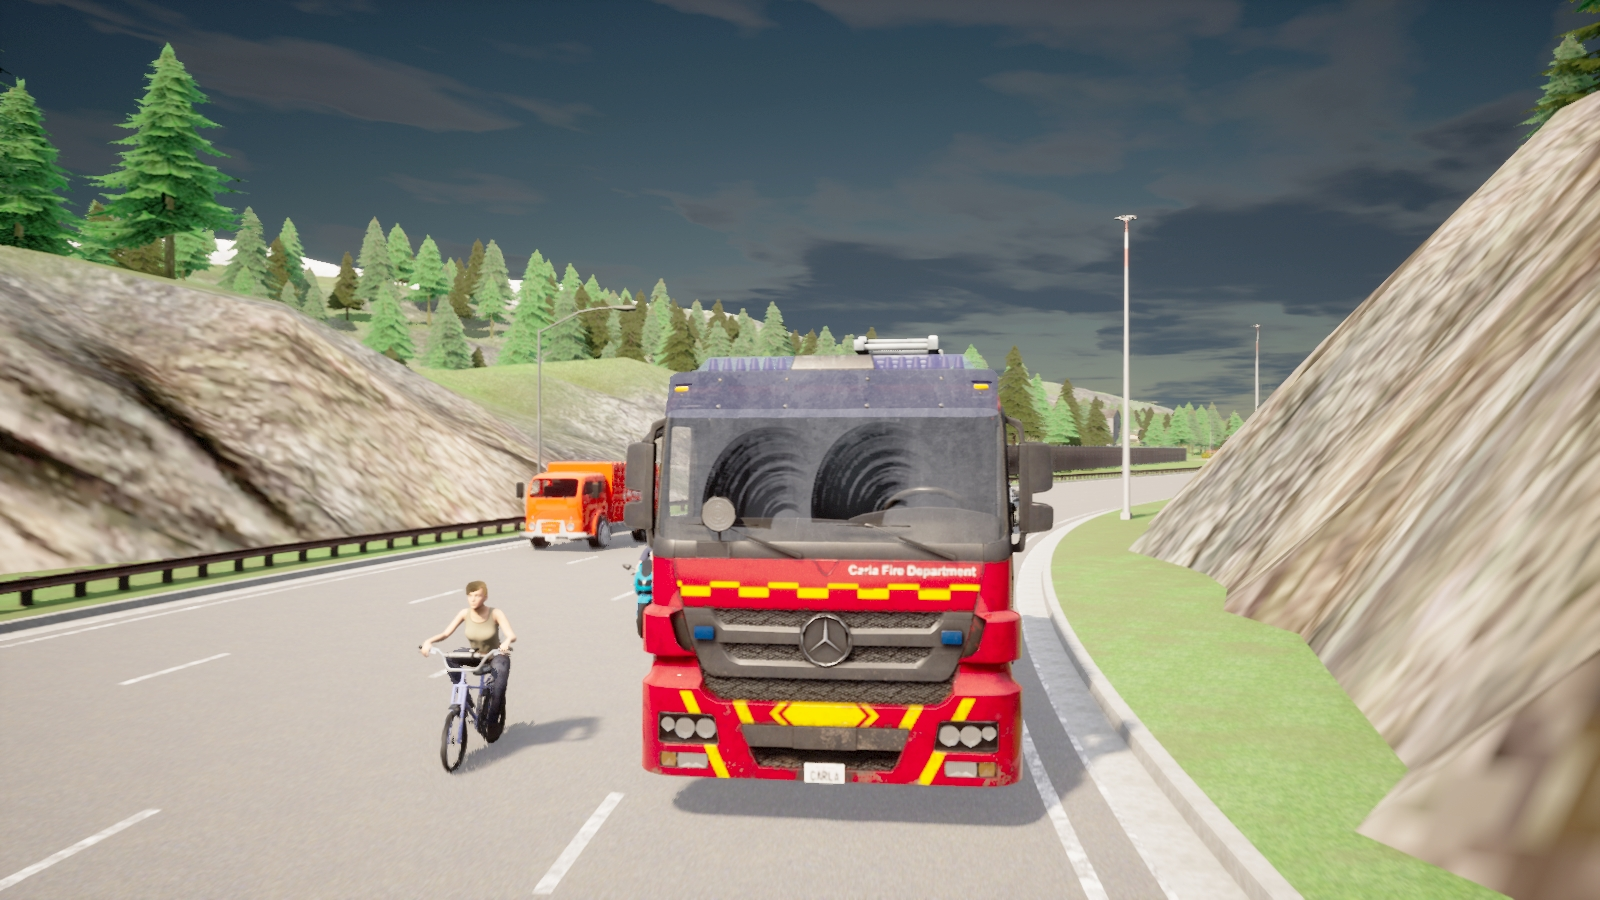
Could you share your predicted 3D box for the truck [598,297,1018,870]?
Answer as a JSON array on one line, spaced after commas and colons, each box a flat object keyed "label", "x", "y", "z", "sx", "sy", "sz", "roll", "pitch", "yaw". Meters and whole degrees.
[{"label": "truck", "x": 0.554, "y": 0.891, "z": 12.012, "sx": 2.891, "sy": 3.827, "sz": 8.468, "roll": 0, "pitch": 0, "yaw": 7}]

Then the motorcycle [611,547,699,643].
[{"label": "motorcycle", "x": -2.197, "y": 2.186, "z": 17.578, "sx": 0.803, "sy": 1.199, "sz": 2.033, "roll": 1, "pitch": 0, "yaw": 9}]

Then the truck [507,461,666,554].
[{"label": "truck", "x": -6.128, "y": 1.569, "z": 33.629, "sx": 2.627, "sy": 2.467, "sz": 5.204, "roll": 0, "pitch": 0, "yaw": 15}]

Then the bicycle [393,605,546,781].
[{"label": "bicycle", "x": -2.970, "y": 2.157, "z": 10.427, "sx": 0.859, "sy": 1.277, "sz": 1.487, "roll": 0, "pitch": 0, "yaw": 5}]
